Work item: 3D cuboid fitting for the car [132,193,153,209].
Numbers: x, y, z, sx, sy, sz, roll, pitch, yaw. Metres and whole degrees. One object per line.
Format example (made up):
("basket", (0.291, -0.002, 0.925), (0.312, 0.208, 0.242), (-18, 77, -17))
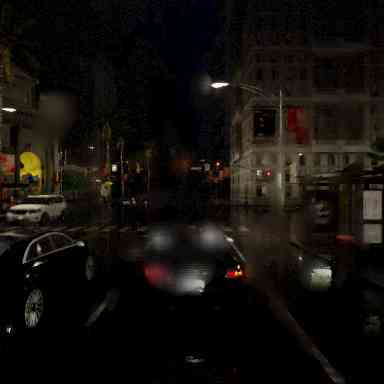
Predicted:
("car", (-6.908, 1.352, 45.373), (2.097, 1.767, 4.553), (0, 0, -4))

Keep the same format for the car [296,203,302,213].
("car", (13.152, 1.564, 35.113), (4.181, 1.385, 1.994), (0, 0, 0))

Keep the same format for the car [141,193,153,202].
("car", (-10.610, 1.225, 78.221), (2.150, 2.045, 5.566), (0, 0, 0))

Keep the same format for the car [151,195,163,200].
("car", (-9.544, 1.540, 91.753), (2.033, 1.411, 5.357), (0, 0, 10))

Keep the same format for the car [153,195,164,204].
("car", (-7.138, 1.526, 64.380), (1.812, 1.442, 4.674), (0, 0, 0))

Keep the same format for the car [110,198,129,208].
("car", (-10.667, 1.547, 49.518), (2.033, 1.411, 5.357), (0, 0, 0))

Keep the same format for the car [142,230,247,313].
("car", (0.053, 1.564, 7.749), (1.994, 1.385, 4.181), (0, 0, 0))

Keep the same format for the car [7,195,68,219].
("car", (-10.633, 1.221, 23.373), (2.150, 2.045, 5.566), (0, 0, 0))

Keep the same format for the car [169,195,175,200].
("car", (-6.031, 1.525, 91.459), (2.128, 1.511, 4.902), (0, 0, 10))

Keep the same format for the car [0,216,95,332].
("car", (-3.452, 1.492, 6.816), (2.128, 1.511, 4.902), (0, 0, 0))

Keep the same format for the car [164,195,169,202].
("car", (-7.110, 1.478, 77.465), (1.882, 1.535, 5.008), (0, 0, 0))

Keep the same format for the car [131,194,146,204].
("car", (-10.620, 1.352, 66.203), (2.097, 1.767, 4.553), (0, 0, 0))
